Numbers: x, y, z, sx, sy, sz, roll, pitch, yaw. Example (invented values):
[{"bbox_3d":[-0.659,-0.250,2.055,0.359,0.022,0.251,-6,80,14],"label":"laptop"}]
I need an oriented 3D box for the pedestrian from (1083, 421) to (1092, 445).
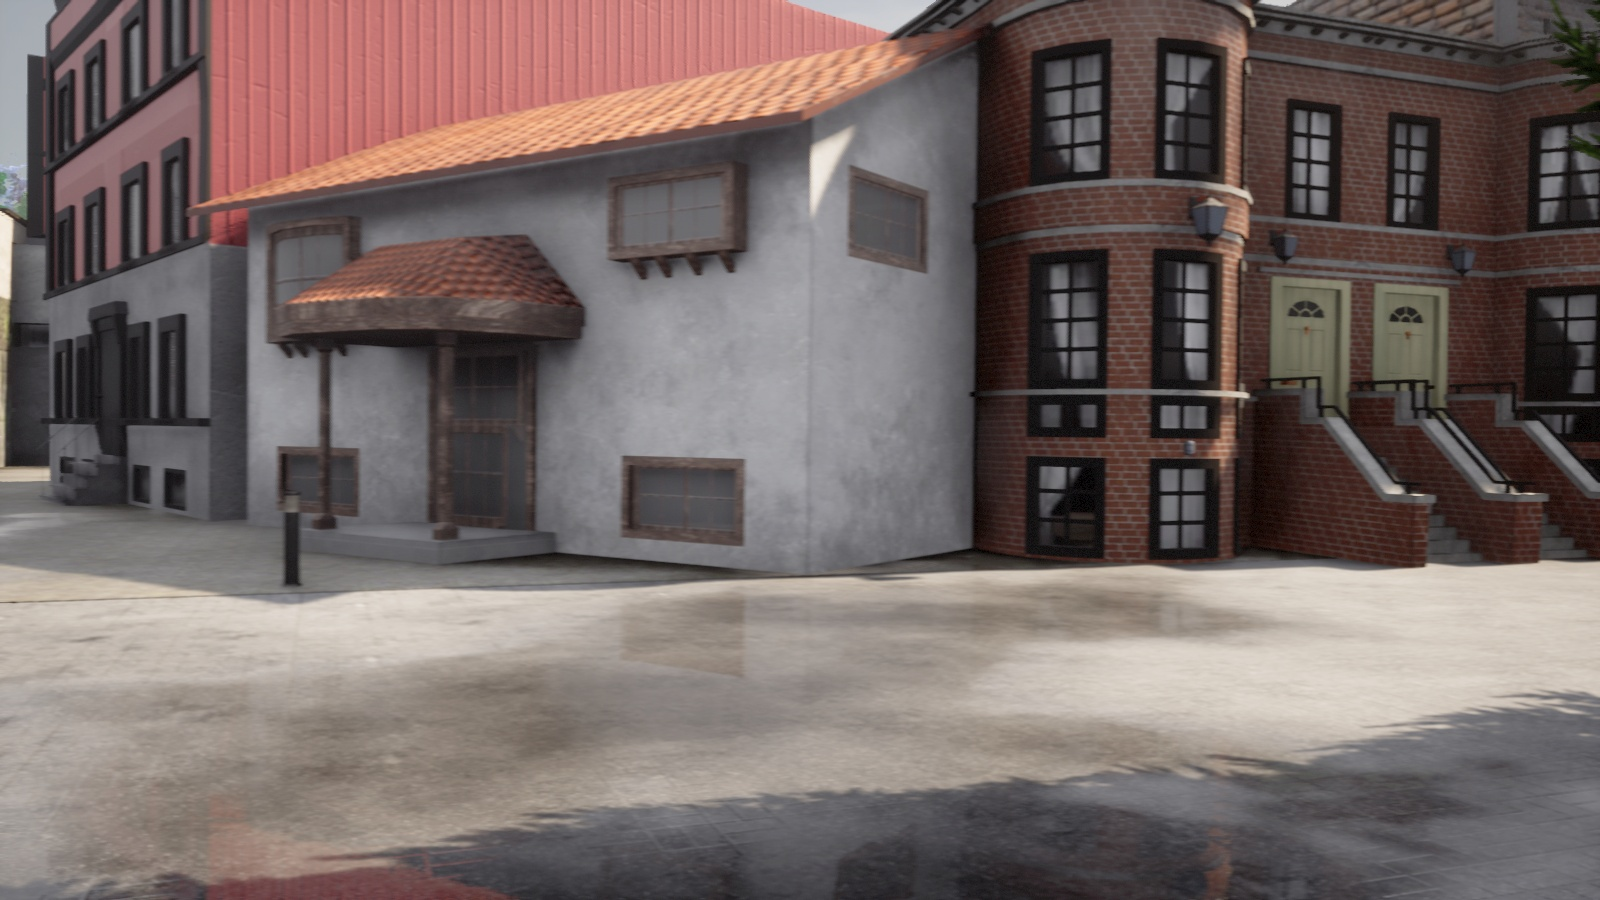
[{"bbox_3d":[21.908,-1.287,95.722,0.331,1.846,0.636,-1,1,-17],"label":"pedestrian"}]
